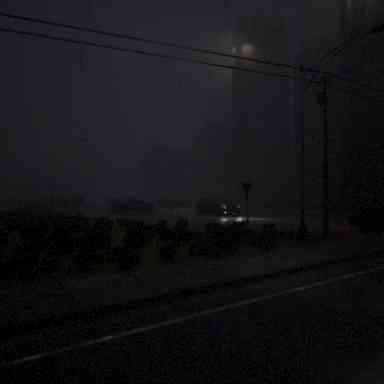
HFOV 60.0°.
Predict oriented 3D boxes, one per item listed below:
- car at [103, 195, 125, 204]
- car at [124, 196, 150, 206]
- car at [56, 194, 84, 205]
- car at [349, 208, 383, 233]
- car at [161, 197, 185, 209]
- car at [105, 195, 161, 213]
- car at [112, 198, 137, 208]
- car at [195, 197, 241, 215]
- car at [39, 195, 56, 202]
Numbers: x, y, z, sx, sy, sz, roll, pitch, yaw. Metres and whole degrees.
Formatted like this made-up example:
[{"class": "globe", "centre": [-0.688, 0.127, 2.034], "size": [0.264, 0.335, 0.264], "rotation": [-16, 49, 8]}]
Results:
[{"class": "car", "centre": [-14.025, 1.336, 59.624], "size": [2.128, 1.511, 4.902], "rotation": [0, 0, -35]}, {"class": "car", "centre": [-8.642, 1.341, 51.935], "size": [2.128, 1.511, 4.902], "rotation": [0, 0, -34]}, {"class": "car", "centre": [-19.704, 1.201, 54.510], "size": [3.866, 1.878, 1.905], "rotation": [0, 0, -34]}, {"class": "car", "centre": [10.445, 1.495, 16.689], "size": [1.895, 1.301, 4.718], "rotation": [0, 0, -23]}, {"class": "car", "centre": [-2.905, 1.332, 43.647], "size": [1.882, 1.535, 5.008], "rotation": [0, 0, -35]}, {"class": "car", "centre": [-6.094, 1.382, 34.493], "size": [4.611, 1.667, 2.242], "rotation": [0, 0, -34]}, {"class": "car", "centre": [-9.561, 1.473, 46.854], "size": [1.895, 1.301, 4.718], "rotation": [0, 0, -34]}, {"class": "car", "centre": [2.234, 1.234, 29.653], "size": [2.097, 1.767, 4.553], "rotation": [0, 0, -35]}, {"class": "car", "centre": [-27.754, 1.390, 65.341], "size": [4.193, 1.474, 1.816], "rotation": [0, 0, -34]}]
